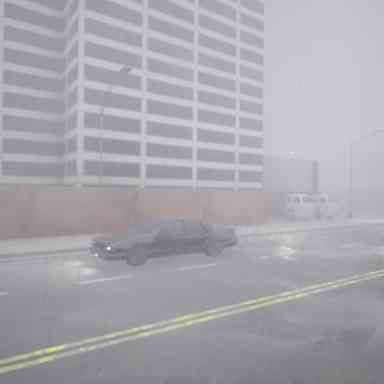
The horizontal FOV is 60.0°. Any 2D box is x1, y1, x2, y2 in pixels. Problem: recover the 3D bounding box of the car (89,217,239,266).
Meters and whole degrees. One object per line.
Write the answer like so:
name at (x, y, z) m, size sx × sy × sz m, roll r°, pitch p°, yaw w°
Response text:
car at (-0.780, 1.615, 11.900) m, size 5.357 × 1.411 × 2.033 m, roll 1°, pitch 0°, yaw -34°
